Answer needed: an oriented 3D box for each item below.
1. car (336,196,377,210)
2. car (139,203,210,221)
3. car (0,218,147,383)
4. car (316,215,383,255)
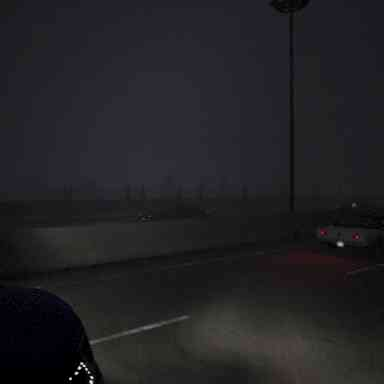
[{"bbox_3d":[16.184,1.233,32.709,4.553,1.767,2.097,0,0,-35],"label":"car"},{"bbox_3d":[-1.195,1.499,24.638,5.357,1.411,2.033,0,0,-35],"label":"car"},{"bbox_3d":[-3.206,1.228,1.459,5.566,2.045,2.150,0,0,-36],"label":"car"},{"bbox_3d":[7.069,1.552,13.093,4.718,1.301,1.895,0,0,-35],"label":"car"}]
